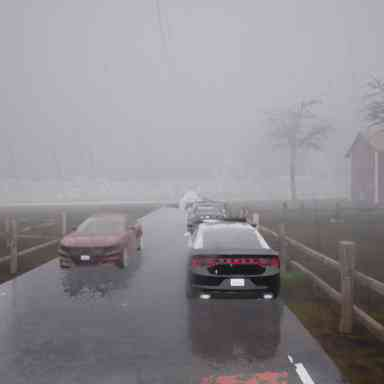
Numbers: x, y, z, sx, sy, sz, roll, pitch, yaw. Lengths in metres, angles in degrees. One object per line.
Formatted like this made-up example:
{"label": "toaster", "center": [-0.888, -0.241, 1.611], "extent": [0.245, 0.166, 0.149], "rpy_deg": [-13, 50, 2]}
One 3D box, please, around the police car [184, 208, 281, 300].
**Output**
{"label": "police car", "center": [0.818, 1.432, 8.587], "extent": [1.930, 1.638, 5.238], "rpy_deg": [0, 0, 0]}

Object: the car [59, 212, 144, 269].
{"label": "car", "center": [-2.859, 1.491, 11.397], "extent": [1.882, 1.535, 5.008], "rpy_deg": [0, 0, 0]}

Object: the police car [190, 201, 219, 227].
{"label": "police car", "center": [0.806, 1.502, 24.595], "extent": [1.930, 1.638, 5.238], "rpy_deg": [0, 0, 0]}

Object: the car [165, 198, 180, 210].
{"label": "car", "center": [-2.789, 1.673, 47.895], "extent": [1.882, 1.535, 5.008], "rpy_deg": [0, 0, 0]}

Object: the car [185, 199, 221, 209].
{"label": "car", "center": [0.809, 1.394, 18.453], "extent": [2.097, 1.767, 4.553], "rpy_deg": [0, 0, 0]}

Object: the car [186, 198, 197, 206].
{"label": "car", "center": [-0.046, 1.837, 59.519], "extent": [1.895, 1.301, 4.718], "rpy_deg": [0, 0, 0]}
